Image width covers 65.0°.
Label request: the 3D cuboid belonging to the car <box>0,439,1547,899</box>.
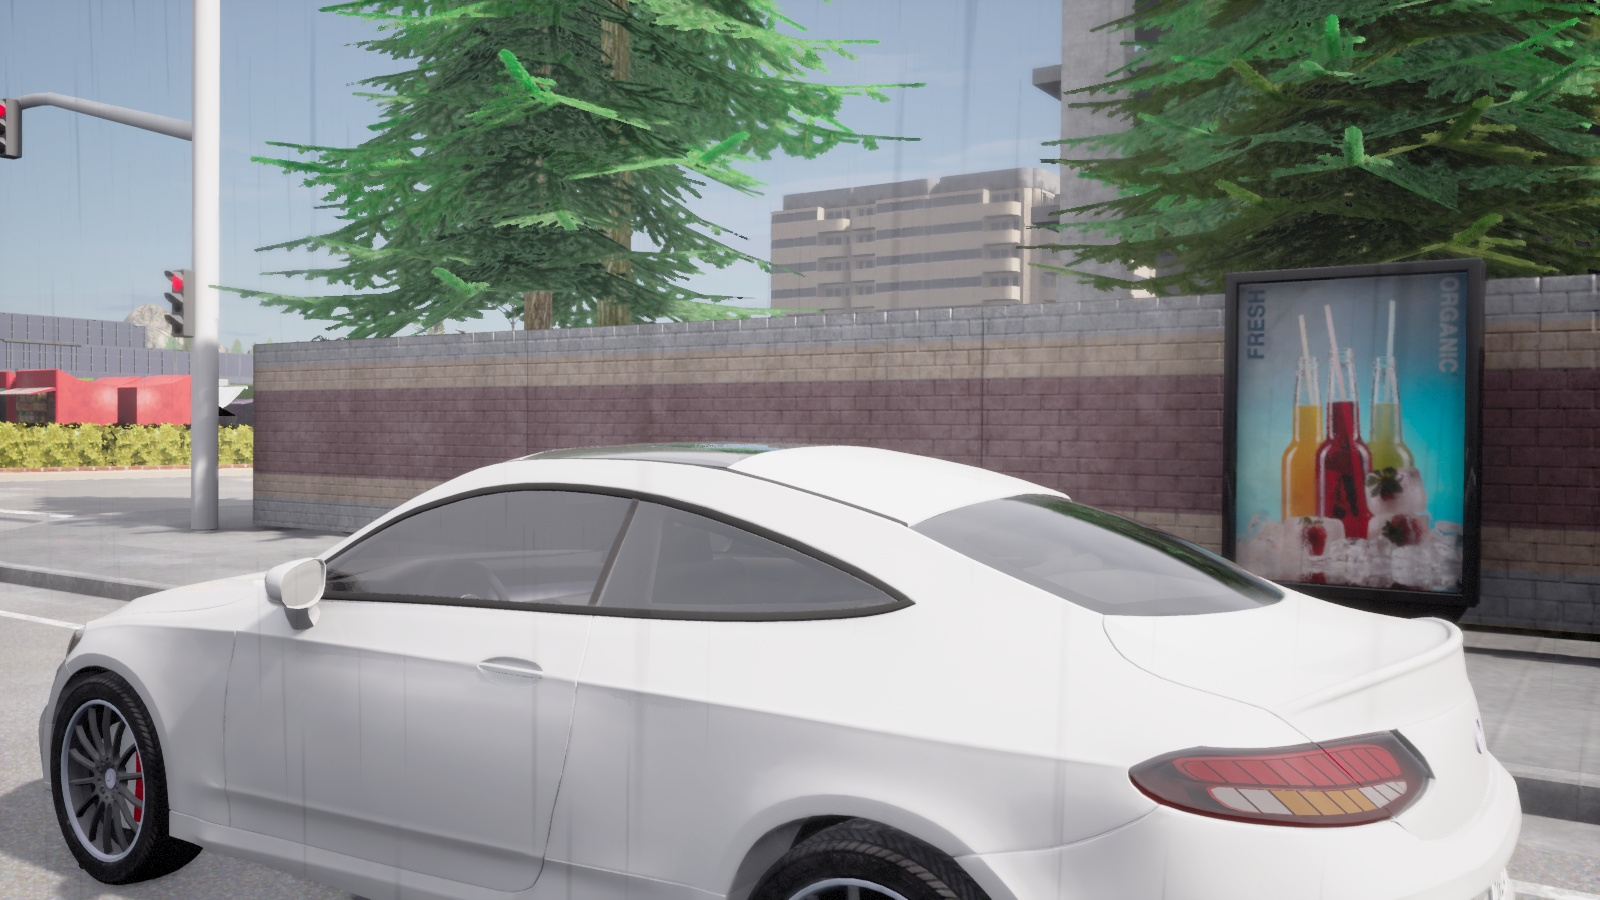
[{"bbox_3d":[-0.437,0.708,3.913,4.674,1.442,1.812,0,1,33],"label":"car"}]
